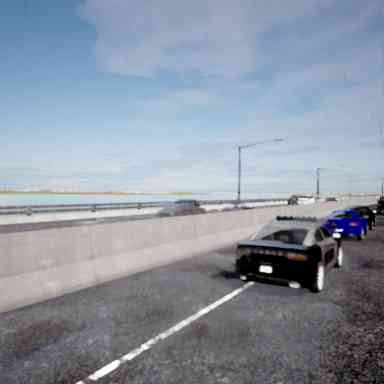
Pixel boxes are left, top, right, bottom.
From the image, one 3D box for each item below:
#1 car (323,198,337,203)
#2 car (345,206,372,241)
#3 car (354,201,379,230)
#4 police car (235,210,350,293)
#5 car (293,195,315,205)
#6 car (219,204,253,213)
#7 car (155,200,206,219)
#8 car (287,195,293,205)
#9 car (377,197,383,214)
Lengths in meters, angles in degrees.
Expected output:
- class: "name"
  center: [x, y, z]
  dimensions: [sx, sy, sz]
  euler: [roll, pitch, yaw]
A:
- class: "car"
  center: [26.362, 1.911, 63.379]
  dimensions: [1.882, 1.535, 5.008]
  euler: [0, 0, 33]
- class: "car"
  center: [8.232, 1.661, 17.744]
  dimensions: [1.812, 1.442, 4.674]
  euler: [0, 0, 32]
- class: "car"
  center: [11.435, 1.657, 22.807]
  dimensions: [1.882, 1.535, 5.008]
  euler: [0, 0, 32]
- class: "police car"
  center: [2.974, 1.486, 9.386]
  dimensions: [1.930, 1.638, 5.238]
  euler: [0, 0, 32]
- class: "car"
  center: [21.309, 1.614, 62.087]
  dimensions: [2.150, 2.045, 5.566]
  euler: [0, 0, 34]
- class: "car"
  center: [3.956, 1.707, 28.831]
  dimensions: [1.994, 1.385, 4.181]
  euler: [0, 0, 32]
- class: "car"
  center: [-0.775, 1.650, 27.913]
  dimensions: [2.033, 1.411, 5.357]
  euler: [0, 0, 32]
- class: "car"
  center: [21.416, 1.639, 68.593]
  dimensions: [2.150, 2.045, 5.566]
  euler: [0, 0, 33]
- class: "car"
  center: [22.520, 1.541, 38.209]
  dimensions: [2.150, 2.045, 5.566]
  euler: [0, 0, 33]
